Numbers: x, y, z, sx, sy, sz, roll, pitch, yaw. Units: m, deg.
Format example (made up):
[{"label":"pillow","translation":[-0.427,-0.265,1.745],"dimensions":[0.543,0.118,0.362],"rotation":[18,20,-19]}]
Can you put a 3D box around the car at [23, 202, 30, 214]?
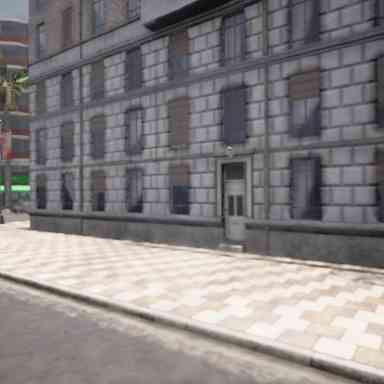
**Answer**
[{"label":"car","translation":[-17.083,1.841,39.611],"dimensions":[1.812,1.442,4.674],"rotation":[-1,0,36]}]

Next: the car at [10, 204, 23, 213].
[{"label":"car","translation":[-20.180,1.909,41.293],"dimensions":[1.994,1.385,4.181],"rotation":[-1,0,36]}]
